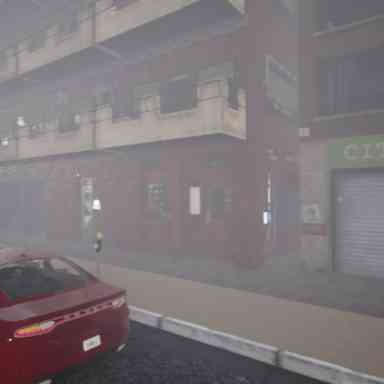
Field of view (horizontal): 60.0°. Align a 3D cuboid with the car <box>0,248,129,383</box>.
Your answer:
[{"bbox_3d":[-2.919,1.518,4.970,4.507,1.381,1.887,0,-1,35],"label":"car"}]
